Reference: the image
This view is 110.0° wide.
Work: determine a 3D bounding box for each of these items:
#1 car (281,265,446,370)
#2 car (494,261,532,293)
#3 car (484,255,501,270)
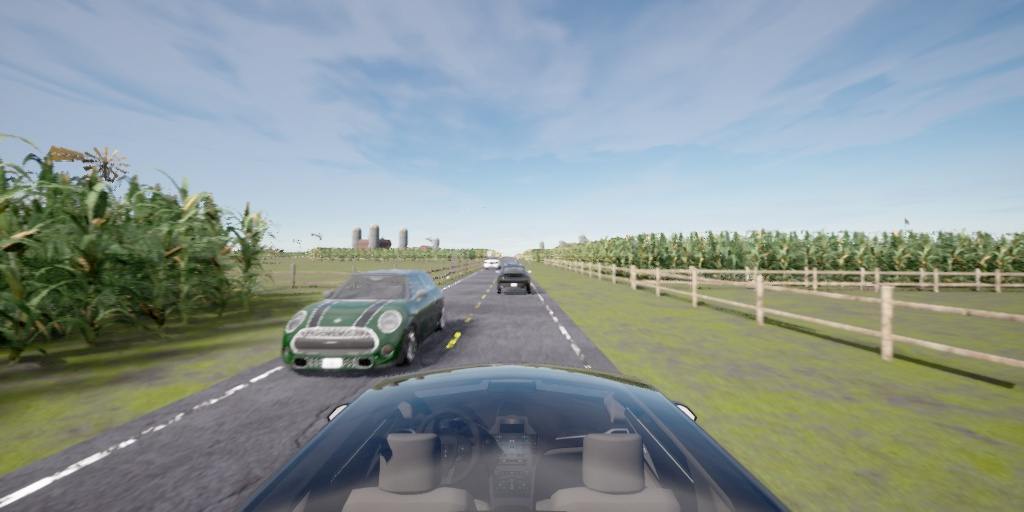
[{"bbox_3d":[-2.848,1.102,7.923,2.097,1.767,4.553,0,0,0],"label":"car"},{"bbox_3d":[0.101,1.252,20.949,1.837,1.490,4.892,0,0,0],"label":"car"},{"bbox_3d":[-2.808,0.945,52.103,2.150,2.045,5.566,0,0,0],"label":"car"}]
